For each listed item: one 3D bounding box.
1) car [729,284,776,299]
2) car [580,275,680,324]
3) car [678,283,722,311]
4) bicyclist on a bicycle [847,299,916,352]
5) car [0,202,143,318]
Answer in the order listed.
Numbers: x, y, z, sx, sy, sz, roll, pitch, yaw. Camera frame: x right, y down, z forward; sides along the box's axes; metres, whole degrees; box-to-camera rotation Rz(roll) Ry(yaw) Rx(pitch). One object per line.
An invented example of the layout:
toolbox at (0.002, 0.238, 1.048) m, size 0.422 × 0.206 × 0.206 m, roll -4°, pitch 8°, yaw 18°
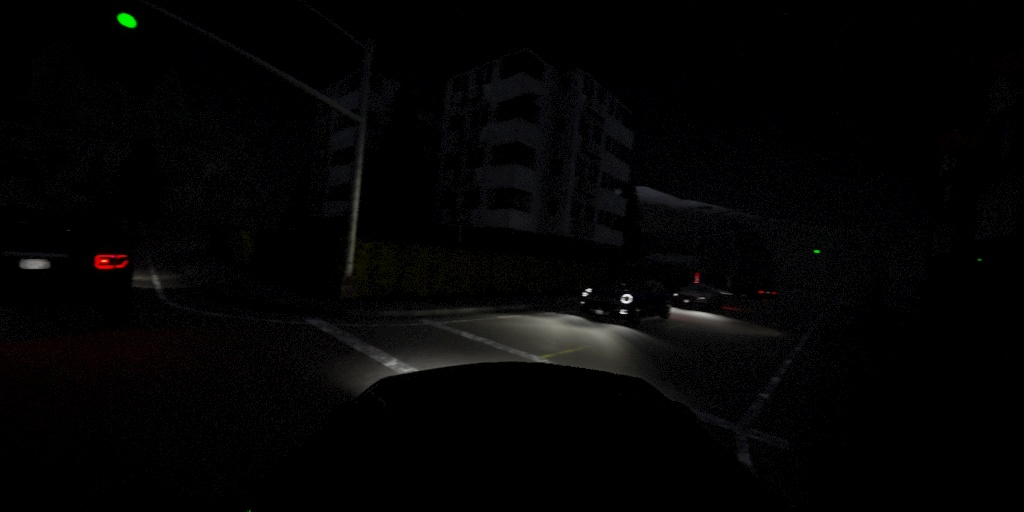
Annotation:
car at (26.092, 3.807, 39.097) m, size 2.033 × 1.411 × 5.357 m, roll 5°, pitch 0°, yaw -1°
car at (4.669, 1.553, 14.369) m, size 2.097 × 1.767 × 4.553 m, roll 6°, pitch 0°, yaw 43°
car at (11.309, 2.382, 21.635) m, size 1.812 × 1.442 × 4.674 m, roll 6°, pitch 0°, yaw 42°
bicyclist on a bicycle at (12.380, 2.269, 12.007) m, size 1.656 × 1.620 × 0.582 m, roll 7°, pitch 1°, yaw 43°
car at (-9.405, 0.028, 7.452) m, size 5.566 × 2.045 × 2.150 m, roll 6°, pitch 0°, yaw 43°
